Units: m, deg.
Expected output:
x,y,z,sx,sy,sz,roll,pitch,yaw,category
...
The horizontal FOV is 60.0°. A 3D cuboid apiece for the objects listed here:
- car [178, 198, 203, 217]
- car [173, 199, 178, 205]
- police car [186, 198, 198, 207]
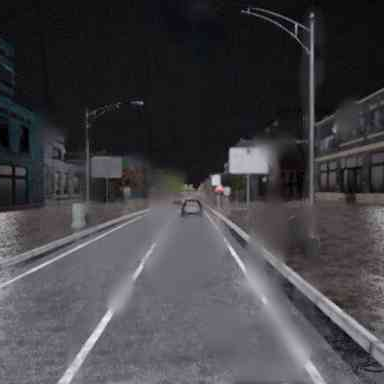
x,y,z,sx,sy,sz,roll,pitch,yaw,category
0.009,1.498,30.876,2.033,1.649,4.856,0,-1,0,car
-3.008,2.032,70.153,1.895,1.301,4.718,0,-1,0,car
0.001,1.928,62.945,2.038,1.542,4.974,0,0,0,police car
